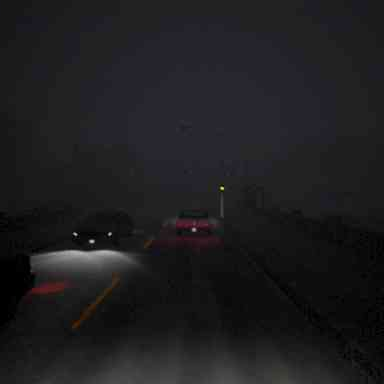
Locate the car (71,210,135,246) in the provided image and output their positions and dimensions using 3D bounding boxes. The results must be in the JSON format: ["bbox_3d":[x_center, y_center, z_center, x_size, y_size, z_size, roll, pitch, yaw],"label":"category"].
[{"bbox_3d":[-3.968,1.581,15.843,2.033,1.411,5.357,0,0,0],"label":"car"}]

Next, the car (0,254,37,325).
[{"bbox_3d":[-4.069,1.558,4.393,2.033,1.411,5.357,0,0,1],"label":"car"}]

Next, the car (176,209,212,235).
[{"bbox_3d":[0.123,1.641,19.136,1.895,1.301,4.718,0,0,0],"label":"car"}]
